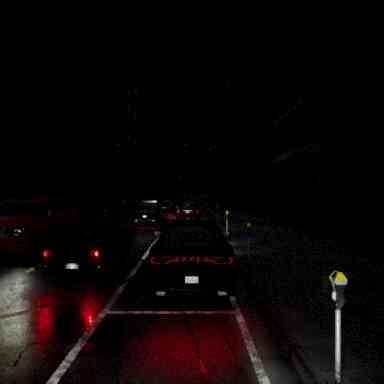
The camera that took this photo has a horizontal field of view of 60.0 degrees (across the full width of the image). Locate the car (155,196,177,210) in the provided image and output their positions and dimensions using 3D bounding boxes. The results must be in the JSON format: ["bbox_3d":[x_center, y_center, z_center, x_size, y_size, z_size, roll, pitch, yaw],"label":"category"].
[{"bbox_3d":[-3.045,1.533,39.382,1.812,1.442,4.674,0,0,0],"label":"car"}]

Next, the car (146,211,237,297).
[{"bbox_3d":[-0.006,1.478,8.650,1.882,1.535,5.008,0,0,0],"label":"car"}]

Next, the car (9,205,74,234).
[{"bbox_3d":[-8.815,1.568,19.979,1.947,1.339,4.313,0,0,0],"label":"car"}]

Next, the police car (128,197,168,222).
[{"bbox_3d":[-3.145,1.428,24.686,1.930,1.638,5.238,0,0,0],"label":"police car"}]

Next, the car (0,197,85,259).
[{"bbox_3d":[-6.245,1.222,12.859,2.150,2.045,5.566,0,0,0],"label":"car"}]

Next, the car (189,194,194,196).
[{"bbox_3d":[-0.257,1.501,84.576,1.967,1.590,4.097,0,0,0],"label":"car"}]

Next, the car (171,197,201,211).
[{"bbox_3d":[-0.290,1.443,25.481,1.967,1.590,4.097,0,0,0],"label":"car"}]

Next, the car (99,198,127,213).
[{"bbox_3d":[-8.815,1.573,36.483,1.947,1.339,4.313,0,0,0],"label":"car"}]

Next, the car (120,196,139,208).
[{"bbox_3d":[-8.816,1.452,47.486,1.967,1.590,4.097,0,0,0],"label":"car"}]

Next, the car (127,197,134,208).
[{"bbox_3d":[-8.815,1.591,41.985,1.802,1.307,4.206,0,0,0],"label":"car"}]

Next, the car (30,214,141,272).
[{"bbox_3d":[-3.044,1.601,10.704,1.895,1.301,4.718,0,0,0],"label":"car"}]

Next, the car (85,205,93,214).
[{"bbox_3d":[-8.815,1.585,25.481,1.802,1.307,4.206,0,0,0],"label":"car"}]

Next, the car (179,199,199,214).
[{"bbox_3d":[-0.290,1.558,36.484,2.008,1.369,4.403,0,0,0],"label":"car"}]

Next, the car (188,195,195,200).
[{"bbox_3d":[-0.237,1.636,95.394,2.008,1.369,4.403,0,0,0],"label":"car"}]
